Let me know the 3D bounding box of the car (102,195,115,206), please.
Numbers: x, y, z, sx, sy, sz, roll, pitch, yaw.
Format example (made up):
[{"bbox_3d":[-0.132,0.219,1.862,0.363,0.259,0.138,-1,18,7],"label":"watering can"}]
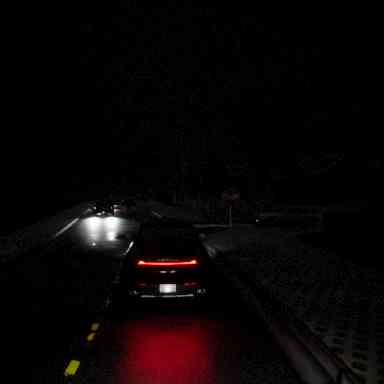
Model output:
[{"bbox_3d":[-13.290,1.247,53.056,1.882,1.535,5.008,1,1,-13],"label":"car"}]

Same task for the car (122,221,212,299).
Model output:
[{"bbox_3d":[-0.649,1.503,8.481,1.837,1.490,4.892,0,0,-5],"label":"car"}]

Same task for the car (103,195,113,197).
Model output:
[{"bbox_3d":[-10.644,1.311,41.493,1.837,1.490,4.892,1,0,-12],"label":"car"}]

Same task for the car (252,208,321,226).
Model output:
[{"bbox_3d":[6.880,1.799,24.498,4.718,1.301,1.895,1,-3,-11],"label":"car"}]

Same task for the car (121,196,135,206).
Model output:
[{"bbox_3d":[-9.597,1.329,49.926,1.812,1.442,4.674,1,0,-13],"label":"car"}]

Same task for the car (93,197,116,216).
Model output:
[{"bbox_3d":[-8.275,1.466,31.322,1.895,1.301,4.718,1,0,-13],"label":"car"}]
